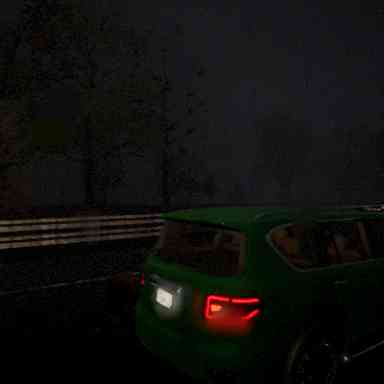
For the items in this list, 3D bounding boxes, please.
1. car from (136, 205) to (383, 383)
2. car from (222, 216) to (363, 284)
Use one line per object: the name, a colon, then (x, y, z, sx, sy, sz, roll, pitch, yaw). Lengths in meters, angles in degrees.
car: (1.901, 1.224, 5.067, 5.566, 2.045, 2.150, 0, 0, -35)
car: (3.162, 1.569, 10.214, 4.181, 1.385, 1.994, 0, 0, -35)
